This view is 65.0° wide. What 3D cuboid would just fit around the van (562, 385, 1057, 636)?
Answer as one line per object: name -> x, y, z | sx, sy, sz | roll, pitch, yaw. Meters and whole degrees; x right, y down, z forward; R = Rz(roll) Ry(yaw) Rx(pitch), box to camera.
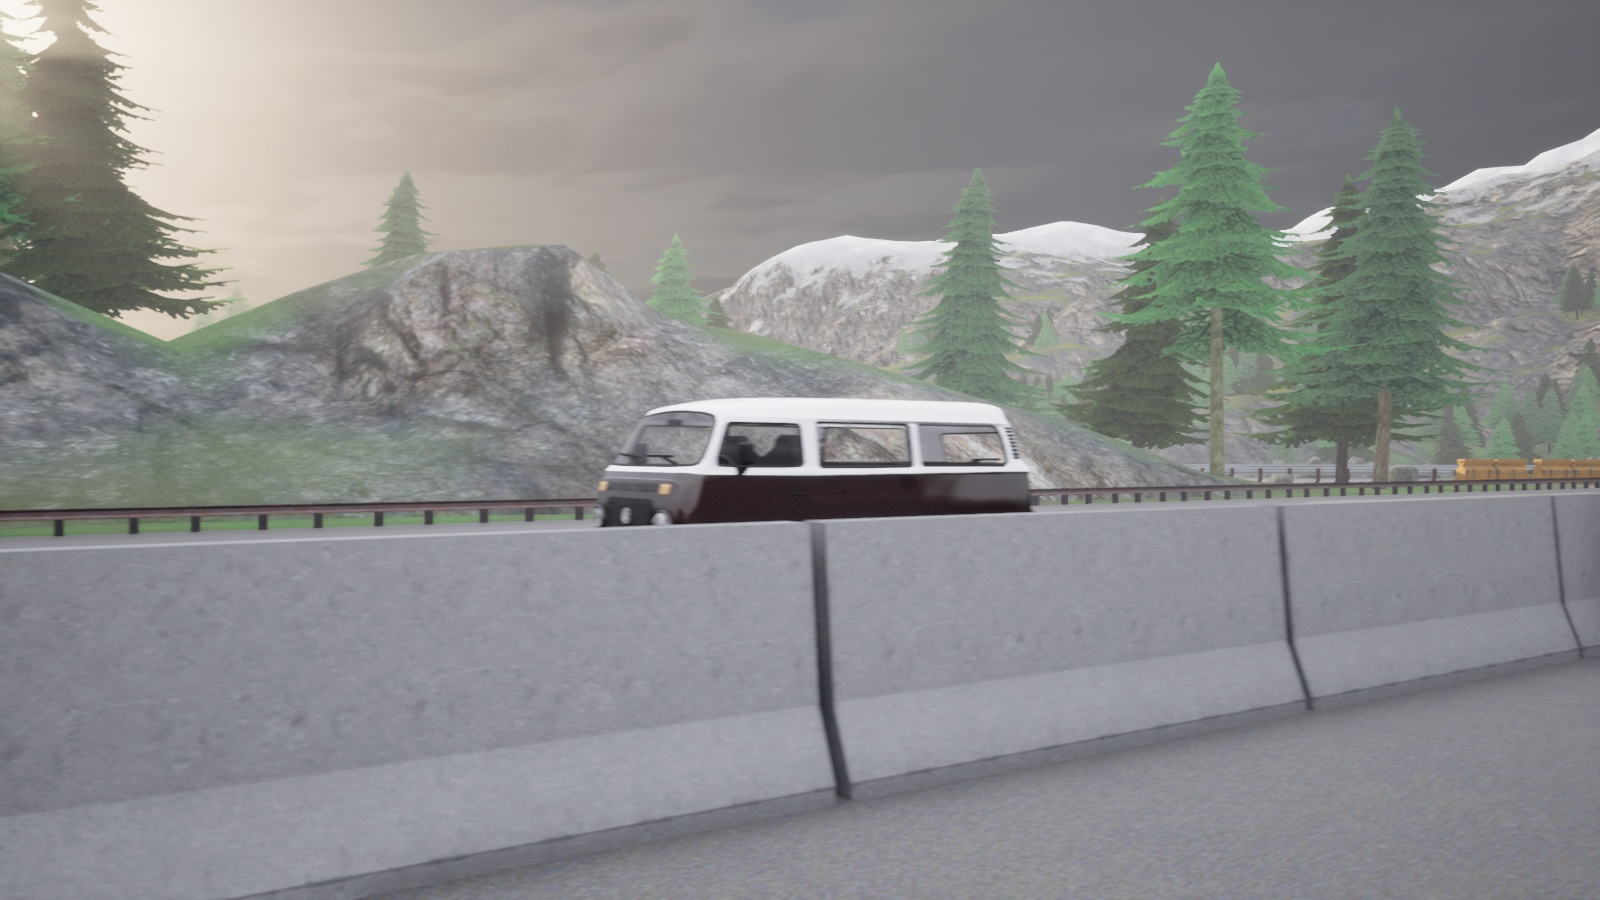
van -> 0.183, 0.500, 12.316 | 4.480, 2.038, 2.069 | 0, 0, -35
